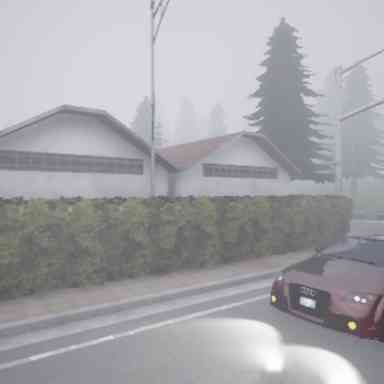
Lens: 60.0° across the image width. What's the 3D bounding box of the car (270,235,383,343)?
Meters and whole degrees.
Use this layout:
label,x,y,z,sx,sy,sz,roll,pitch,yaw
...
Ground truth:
label,x,y,z,sx,sy,sz,roll,pitch,yaw
car,3.466,1.560,6.382,4.181,1.385,1.994,0,0,-35
